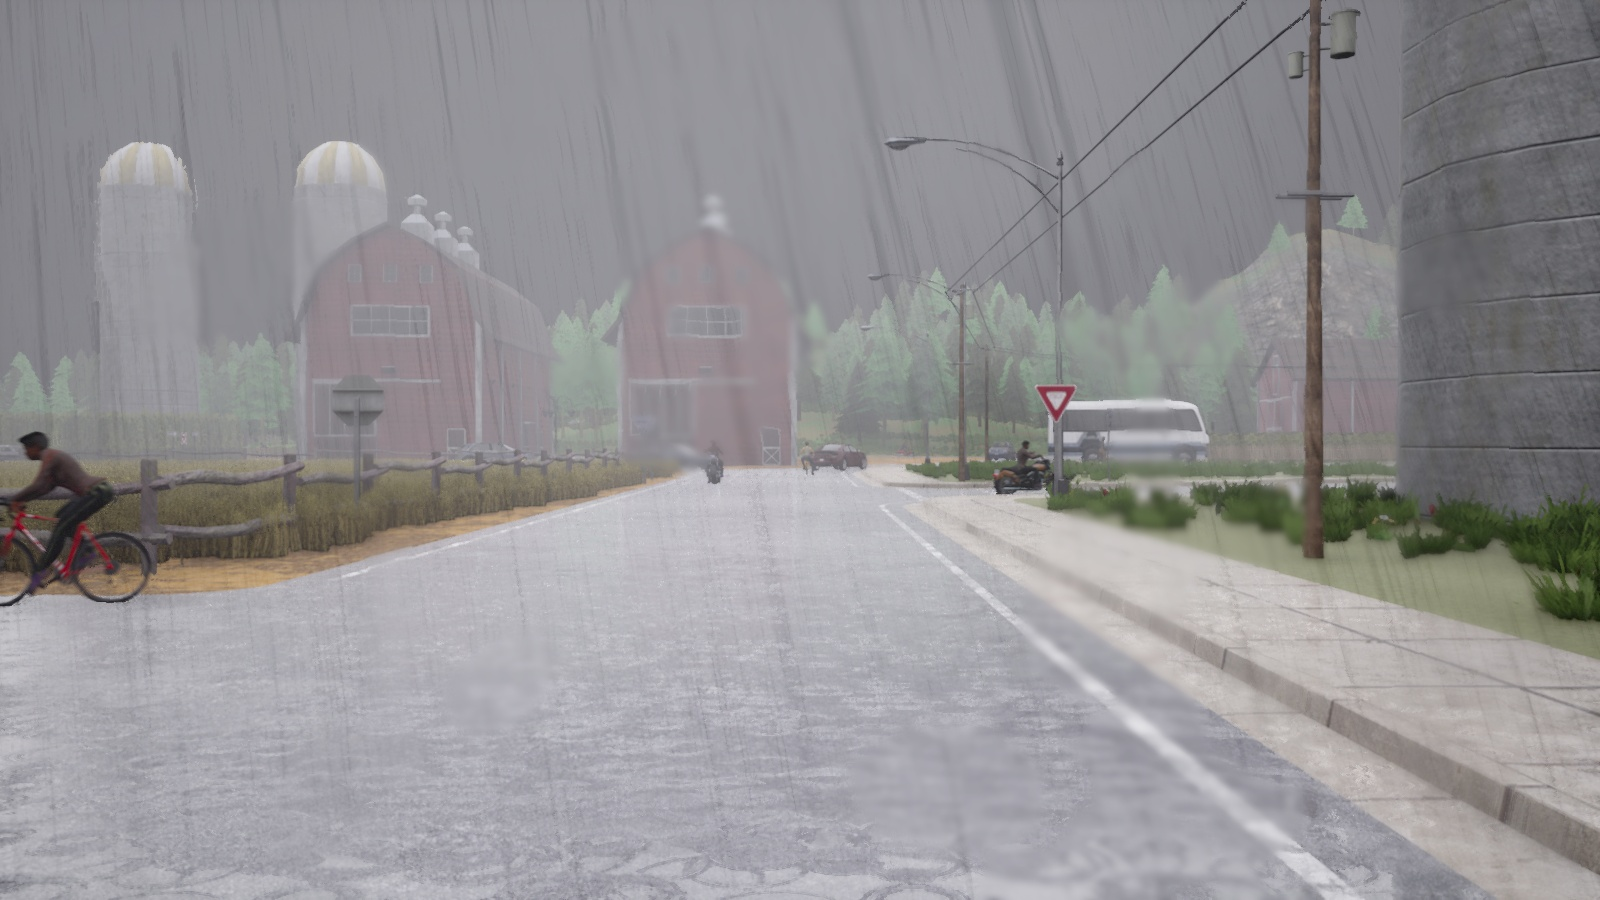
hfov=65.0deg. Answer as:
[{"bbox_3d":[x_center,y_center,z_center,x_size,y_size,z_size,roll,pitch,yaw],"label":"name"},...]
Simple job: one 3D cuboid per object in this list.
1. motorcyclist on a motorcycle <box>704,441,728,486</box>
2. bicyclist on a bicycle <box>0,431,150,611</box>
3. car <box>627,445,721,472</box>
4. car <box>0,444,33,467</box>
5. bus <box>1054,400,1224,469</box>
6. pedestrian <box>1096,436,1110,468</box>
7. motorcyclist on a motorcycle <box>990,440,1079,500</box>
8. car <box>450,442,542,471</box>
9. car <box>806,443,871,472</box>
[{"bbox_3d":[-3.208,0.492,48.057,0.766,1.649,2.350,0,0,0],"label":"motorcyclist on a motorcycle"},{"bbox_3d":[-7.029,0.645,11.677,1.656,1.620,0.582,0,-1,-15],"label":"bicyclist on a bicycle"},{"bbox_3d":[-7.094,0.442,70.854,4.792,1.488,2.163,0,0,21],"label":"car"},{"bbox_3d":[-52.508,0.325,81.887,3.806,1.475,1.970,0,0,-3],"label":"car"},{"bbox_3d":[21.546,-0.951,80.501,10.273,4.253,3.944,0,0,11],"label":"bus"},{"bbox_3d":[17.645,0.097,73.211,0.694,1.848,0.540,0,0,0],"label":"pedestrian"},{"bbox_3d":[6.675,0.552,35.743,2.350,1.649,0.766,0,1,-16],"label":"motorcyclist on a motorcycle"},{"bbox_3d":[-17.409,0.359,72.180,4.856,1.649,2.033,0,0,-3],"label":"car"},{"bbox_3d":[2.238,0.403,71.170,1.882,1.535,5.008,0,0,25],"label":"car"}]
